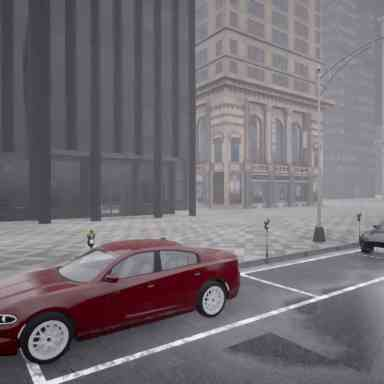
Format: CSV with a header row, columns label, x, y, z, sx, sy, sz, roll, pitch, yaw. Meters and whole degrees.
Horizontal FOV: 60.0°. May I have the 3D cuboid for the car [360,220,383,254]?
label,x,y,z,sx,sy,sz,roll,pitch,yaw
car,8.022,1.564,12.391,4.313,1.339,1.947,0,0,-36

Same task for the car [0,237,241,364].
label,x,y,z,sx,sy,sz,roll,pitch,yaw
car,-1.155,1.544,5.830,4.507,1.381,1.887,0,0,-36
